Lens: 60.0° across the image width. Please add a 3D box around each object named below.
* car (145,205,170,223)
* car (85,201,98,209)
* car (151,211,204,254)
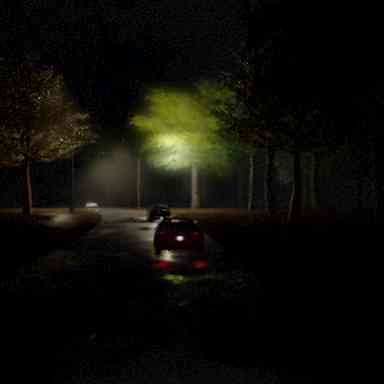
[{"bbox_3d":[-2.975,1.886,29.479,1.837,1.490,4.892,0,-1,-12],"label":"car"},{"bbox_3d":[-20.334,2.649,67.217,1.812,1.442,4.674,1,-2,-27],"label":"car"},{"bbox_3d":[-0.651,1.727,14.449,1.994,1.385,4.181,0,-1,-6],"label":"car"}]
